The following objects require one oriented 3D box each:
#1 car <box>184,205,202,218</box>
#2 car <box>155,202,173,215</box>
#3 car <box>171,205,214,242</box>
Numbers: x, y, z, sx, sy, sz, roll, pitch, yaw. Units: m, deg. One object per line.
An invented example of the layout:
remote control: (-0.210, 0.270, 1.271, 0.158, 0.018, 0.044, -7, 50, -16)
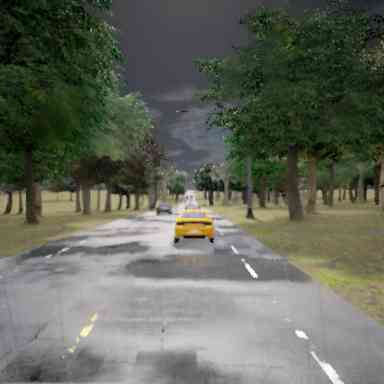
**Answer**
car: (0.108, 2.090, 37.007, 1.895, 1.301, 4.718, 0, -1, 0)
car: (-3.490, 2.112, 42.295, 1.837, 1.490, 4.892, 0, -2, 0)
car: (0.104, 1.656, 17.570, 1.882, 1.535, 5.008, 0, -1, 0)
